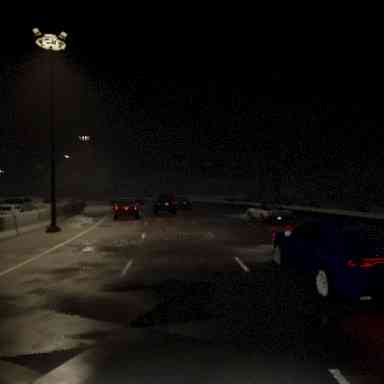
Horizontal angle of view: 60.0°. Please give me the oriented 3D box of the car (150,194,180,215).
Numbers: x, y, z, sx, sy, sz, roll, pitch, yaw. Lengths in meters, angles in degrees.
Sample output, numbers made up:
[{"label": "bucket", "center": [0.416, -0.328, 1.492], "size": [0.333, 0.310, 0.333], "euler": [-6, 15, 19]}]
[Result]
[{"label": "car", "center": [-3.070, 1.278, 34.956], "size": [2.150, 2.045, 5.566], "euler": [0, 0, -13]}]

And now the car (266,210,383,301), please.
[{"label": "car", "center": [3.528, 1.425, 8.267], "size": [1.882, 1.535, 5.008], "euler": [0, 0, -3]}]

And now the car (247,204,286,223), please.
[{"label": "car", "center": [5.685, 1.519, 25.058], "size": [1.895, 1.301, 4.718], "euler": [-1, 0, -8]}]

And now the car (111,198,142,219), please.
[{"label": "car", "center": [-6.004, 1.452, 30.518], "size": [2.097, 1.767, 4.553], "euler": [-1, 0, -11]}]

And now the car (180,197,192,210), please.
[{"label": "car", "center": [-1.453, 1.385, 42.566], "size": [2.097, 1.767, 4.553], "euler": [-1, 0, -14]}]

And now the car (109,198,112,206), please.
[{"label": "car", "center": [-13.254, 1.711, 57.576], "size": [2.128, 1.511, 4.902], "euler": [-1, 0, -21]}]

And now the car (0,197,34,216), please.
[{"label": "car", "center": [-17.507, 1.500, 33.175], "size": [2.150, 2.045, 5.566], "euler": [-1, 0, -12]}]

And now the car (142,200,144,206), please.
[{"label": "car", "center": [-9.661, 1.689, 57.896], "size": [1.812, 1.442, 4.674], "euler": [0, 0, -21]}]
